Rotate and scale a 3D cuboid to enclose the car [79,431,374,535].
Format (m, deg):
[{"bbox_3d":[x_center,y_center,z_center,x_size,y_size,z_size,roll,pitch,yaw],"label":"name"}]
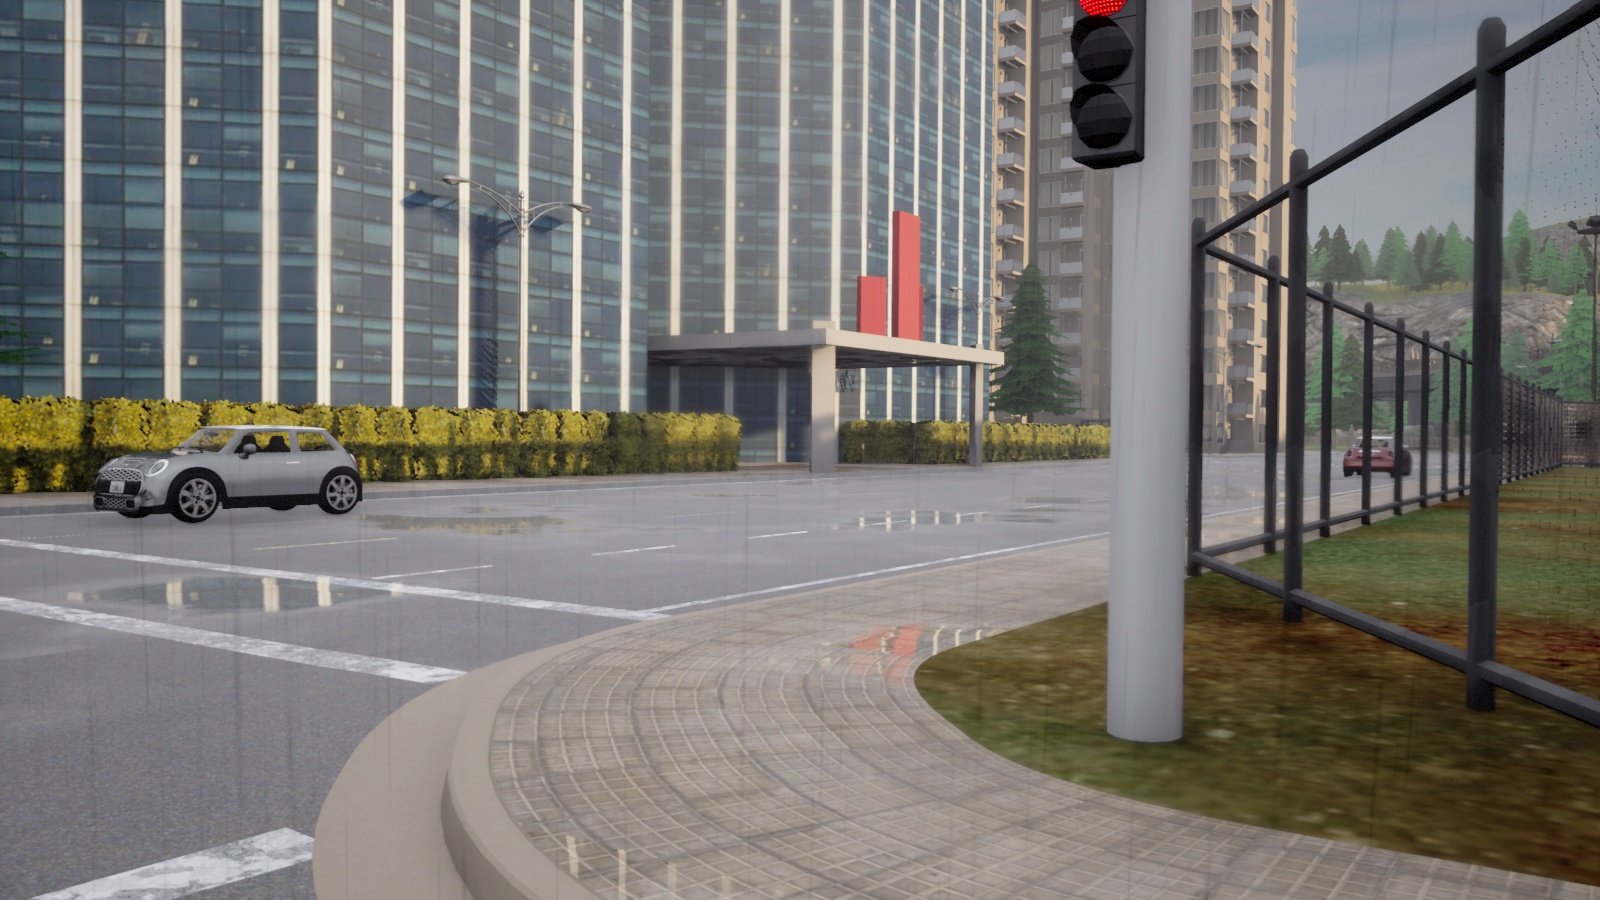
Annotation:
[{"bbox_3d":[-9.076,0.456,20.144,1.970,1.475,3.806,0,1,34],"label":"car"}]

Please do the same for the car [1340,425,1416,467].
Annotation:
[{"bbox_3d":[21.440,-0.184,46.516,1.970,1.475,3.806,0,1,34],"label":"car"}]
